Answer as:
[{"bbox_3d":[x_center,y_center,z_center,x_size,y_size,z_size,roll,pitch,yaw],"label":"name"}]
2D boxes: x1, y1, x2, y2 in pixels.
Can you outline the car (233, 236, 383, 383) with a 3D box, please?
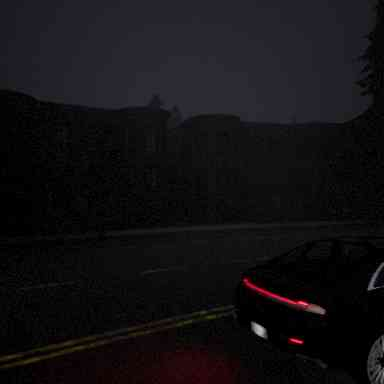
[{"bbox_3d":[2.968,1.455,5.110,4.902,1.511,2.128,0,0,-27],"label":"car"}]
